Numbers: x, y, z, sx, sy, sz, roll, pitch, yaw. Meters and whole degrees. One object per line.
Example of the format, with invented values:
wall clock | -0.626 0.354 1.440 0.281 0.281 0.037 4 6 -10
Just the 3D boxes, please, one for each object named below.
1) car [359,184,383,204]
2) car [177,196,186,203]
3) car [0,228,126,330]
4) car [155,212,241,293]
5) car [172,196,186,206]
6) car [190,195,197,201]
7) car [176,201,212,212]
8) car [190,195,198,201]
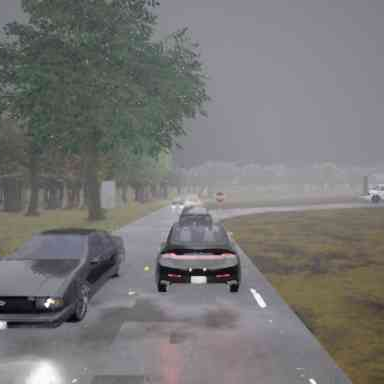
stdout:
car | 21.579 0.163 36.928 5.566 2.045 2.150 -3 1 1
car | -2.357 1.721 73.508 1.837 1.490 4.892 0 0 0
car | -2.808 1.559 7.496 2.033 1.411 5.357 0 0 0
car | 0.145 1.504 8.889 2.128 1.511 4.902 0 0 0
car | -2.505 1.685 58.541 1.812 1.442 4.674 0 0 1
car | 0.492 1.638 91.984 1.812 1.442 4.674 0 0 0
car | 0.182 1.516 19.838 1.882 1.535 5.008 0 0 0
car | 0.436 1.721 81.563 1.882 1.535 5.008 0 0 0
